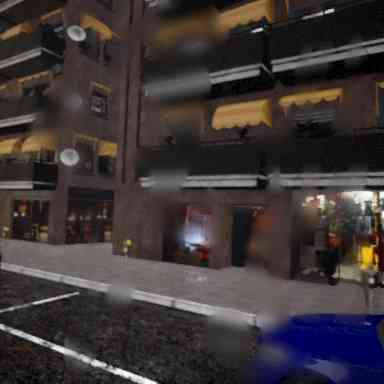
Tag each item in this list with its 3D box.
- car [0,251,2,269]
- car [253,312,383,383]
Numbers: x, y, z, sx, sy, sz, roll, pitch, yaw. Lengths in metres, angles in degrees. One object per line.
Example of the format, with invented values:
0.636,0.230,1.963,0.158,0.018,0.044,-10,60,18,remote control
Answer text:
-7.505,1.833,9.995,4.403,1.369,2.008,0,-4,31,car
2.939,1.830,3.224,4.674,1.442,1.812,0,-4,31,car
